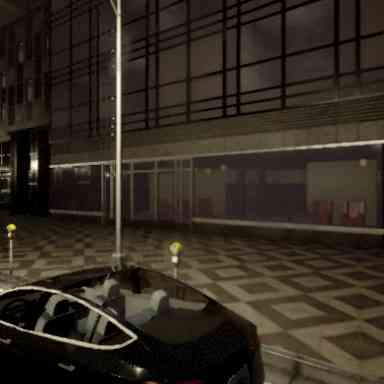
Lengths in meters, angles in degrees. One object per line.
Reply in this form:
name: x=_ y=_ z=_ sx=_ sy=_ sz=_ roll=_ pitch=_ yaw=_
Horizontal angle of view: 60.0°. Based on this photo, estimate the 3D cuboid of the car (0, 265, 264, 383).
car: x=-1.307 y=1.565 z=3.893 sx=4.313 sy=1.339 sz=1.947 roll=0 pitch=0 yaw=35
